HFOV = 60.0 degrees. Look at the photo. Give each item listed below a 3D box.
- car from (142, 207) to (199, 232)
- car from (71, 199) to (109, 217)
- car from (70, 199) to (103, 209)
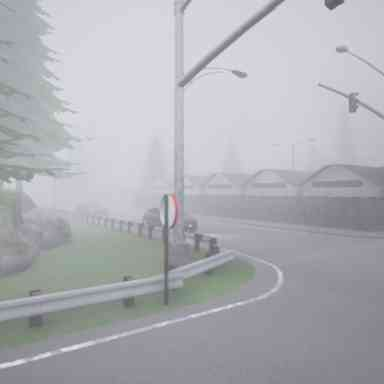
[{"bbox_3d":[-1.486,1.697,21.001,1.837,1.490,4.892,0,0,-35],"label":"car"},{"bbox_3d":[-10.195,1.739,33.447,2.033,1.411,5.357,0,0,-36],"label":"car"},{"bbox_3d":[-16.050,1.780,50.740,2.033,1.411,5.357,0,0,18],"label":"car"}]
